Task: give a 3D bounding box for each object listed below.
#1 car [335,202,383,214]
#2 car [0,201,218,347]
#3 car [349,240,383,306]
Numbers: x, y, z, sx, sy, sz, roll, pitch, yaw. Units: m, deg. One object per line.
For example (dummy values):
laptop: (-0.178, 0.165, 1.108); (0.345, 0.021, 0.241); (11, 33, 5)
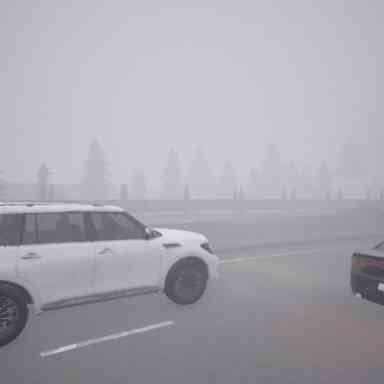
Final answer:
car: (15.234, 1.597, 30.415); (4.181, 1.385, 1.994); (0, 0, -18)
car: (-2.106, 1.201, 6.386); (5.566, 2.045, 2.150); (0, 0, -34)
car: (5.433, 1.478, 6.872); (5.008, 1.535, 1.882); (0, 0, -30)
